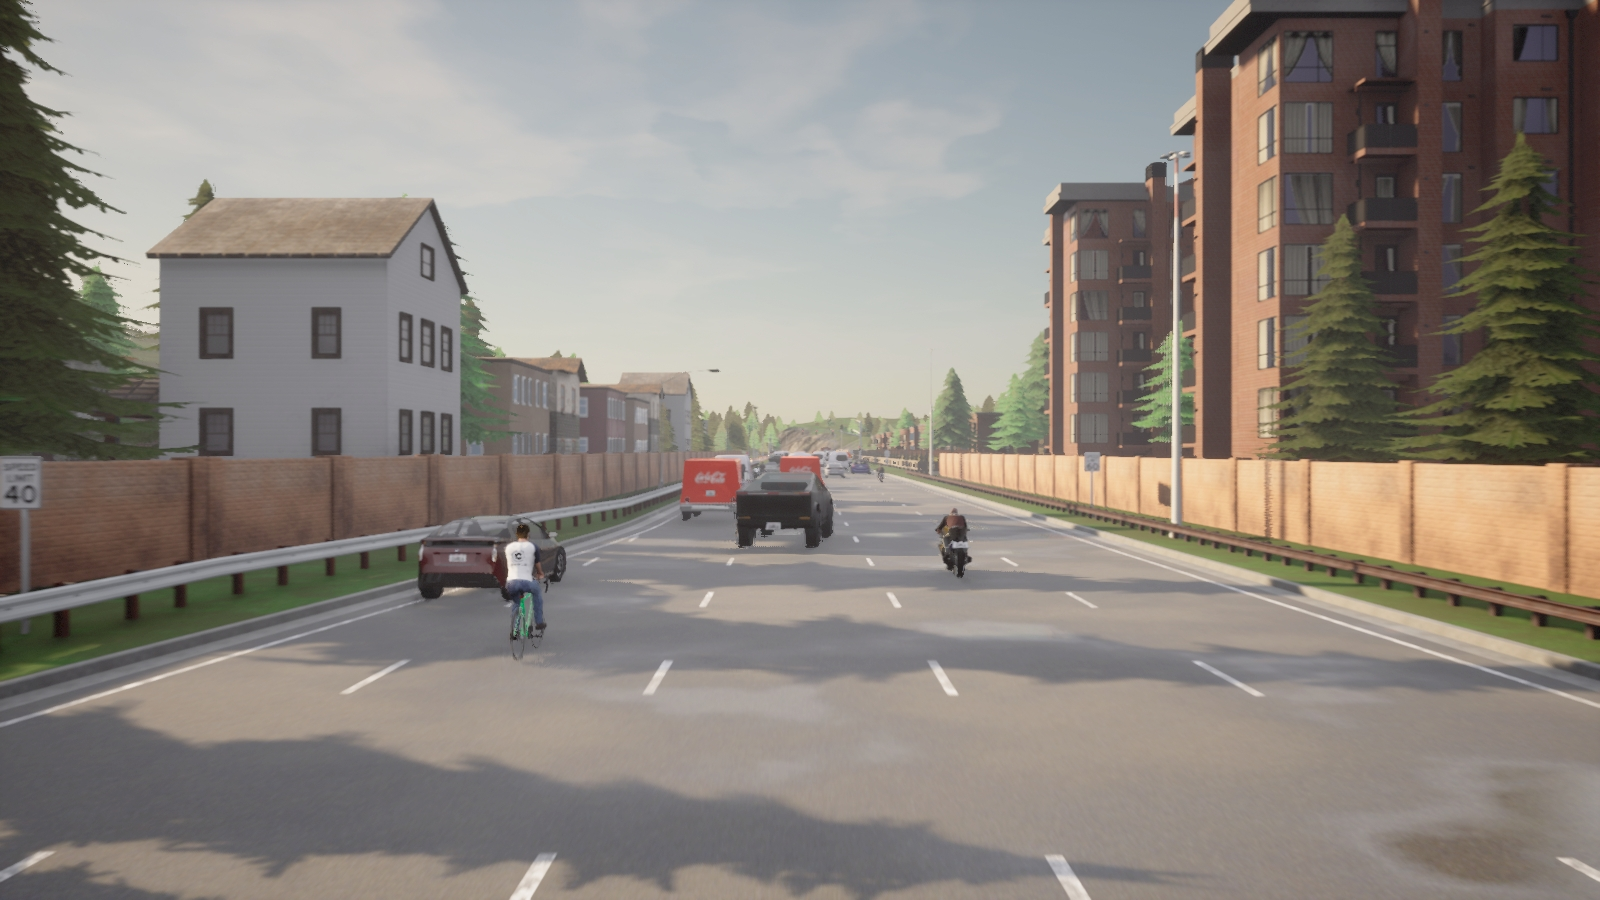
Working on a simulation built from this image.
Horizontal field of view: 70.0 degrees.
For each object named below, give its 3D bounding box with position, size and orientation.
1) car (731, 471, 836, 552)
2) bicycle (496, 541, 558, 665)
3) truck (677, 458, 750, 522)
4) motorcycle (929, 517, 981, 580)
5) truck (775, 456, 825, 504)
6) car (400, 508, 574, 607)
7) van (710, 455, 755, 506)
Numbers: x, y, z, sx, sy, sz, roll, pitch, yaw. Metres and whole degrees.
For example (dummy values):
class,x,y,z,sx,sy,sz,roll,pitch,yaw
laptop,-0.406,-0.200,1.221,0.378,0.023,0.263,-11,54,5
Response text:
class,x,y,z,sx,sy,sz,roll,pitch,yaw
car,-0.371,1.753,34.714,2.390,2.098,6.274,0,0,7
bicycle,-3.732,2.056,15.705,0.373,1.496,1.643,-2,-1,2
truck,-3.490,1.571,47.135,2.627,2.467,5.204,0,0,0
motorcycle,3.503,2.205,25.982,0.867,1.251,2.209,0,0,0
truck,0.010,1.570,62.216,2.627,2.467,5.204,0,0,0
car,-6.056,2.040,22.708,2.007,1.525,4.514,0,0,3
van,-3.494,1.535,60.225,1.988,2.561,5.915,0,0,0
